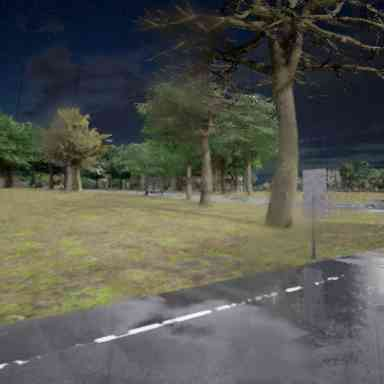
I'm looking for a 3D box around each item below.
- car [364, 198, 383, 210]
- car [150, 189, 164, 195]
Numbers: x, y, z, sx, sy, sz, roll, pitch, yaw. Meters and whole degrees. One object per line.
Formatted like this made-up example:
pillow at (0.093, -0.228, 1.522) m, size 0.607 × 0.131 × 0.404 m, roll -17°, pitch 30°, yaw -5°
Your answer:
car at (21.353, 1.375, 35.963) m, size 1.895 × 1.301 × 4.718 m, roll -1°, pitch 2°, yaw -35°
car at (-8.647, -0.099, 80.743) m, size 2.033 × 1.411 × 5.357 m, roll -1°, pitch 2°, yaw -28°
